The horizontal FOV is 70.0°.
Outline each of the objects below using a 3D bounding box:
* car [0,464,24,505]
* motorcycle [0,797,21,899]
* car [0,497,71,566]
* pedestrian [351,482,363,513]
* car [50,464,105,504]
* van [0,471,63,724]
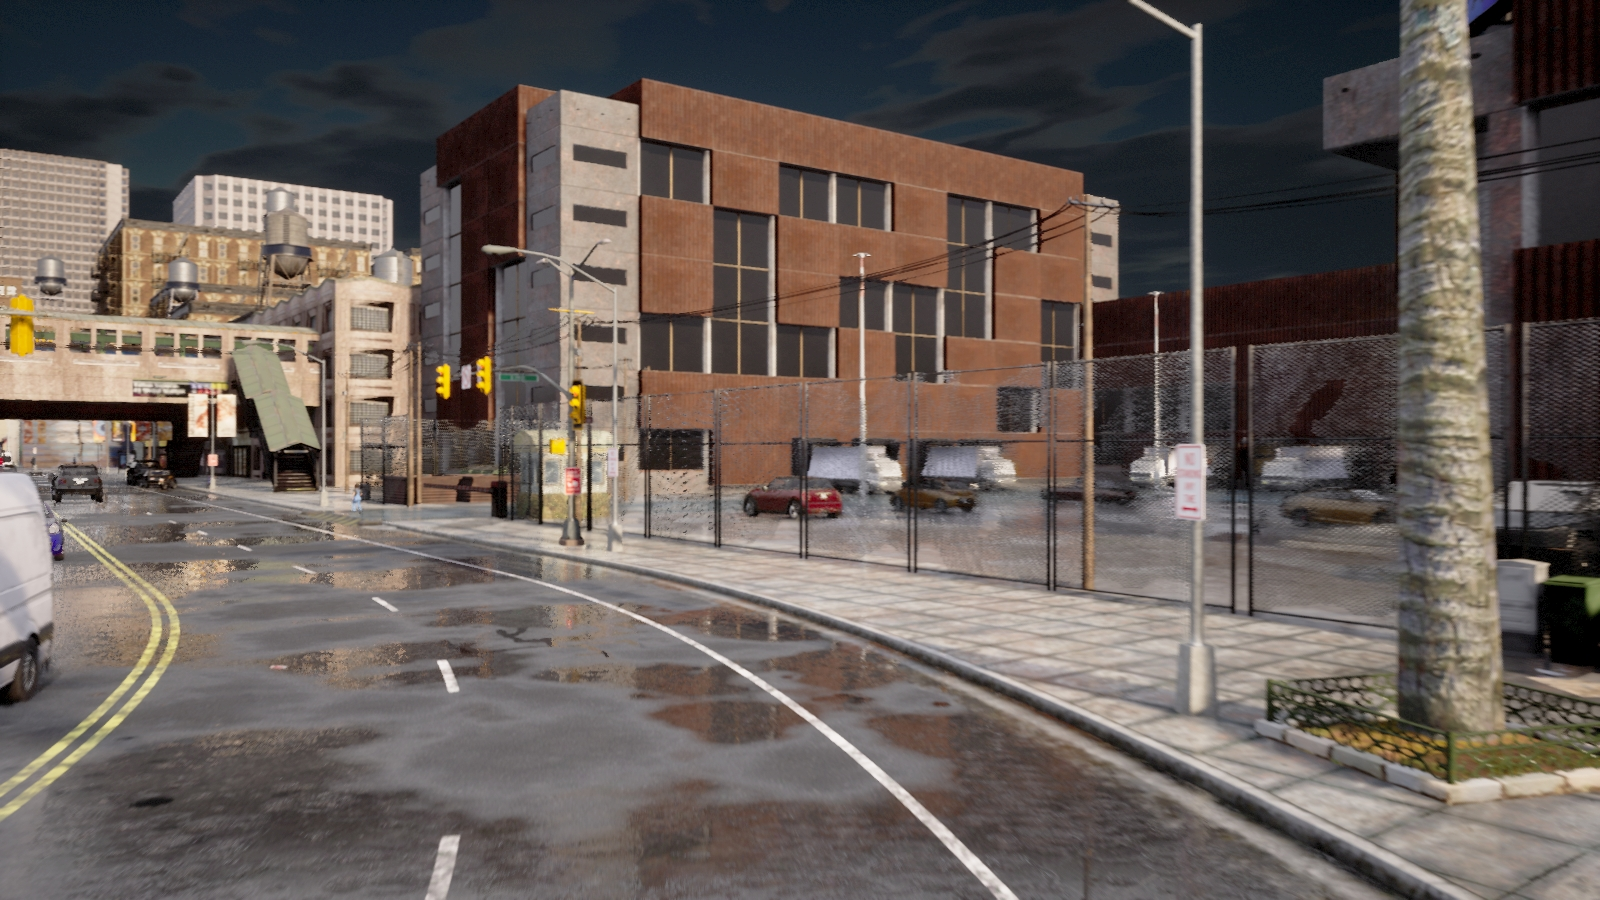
[{"bbox_3d":[-42.764,1.796,60.911,2.150,2.045,5.566,0,0,-36],"label":"car"},{"bbox_3d":[-3.829,2.206,4.044,0.867,1.251,2.209,0,0,-7],"label":"motorcycle"},{"bbox_3d":[-19.930,2.046,29.336,1.845,1.501,3.633,0,0,-36],"label":"car"},{"bbox_3d":[-18.542,1.984,47.861,0.375,1.300,0.375,0,0,-39],"label":"pedestrian"},{"bbox_3d":[-39.362,1.795,62.183,2.150,2.045,5.566,0,0,-36],"label":"car"},{"bbox_3d":[-8.962,1.538,10.855,1.988,2.561,5.915,0,0,-20],"label":"van"}]
